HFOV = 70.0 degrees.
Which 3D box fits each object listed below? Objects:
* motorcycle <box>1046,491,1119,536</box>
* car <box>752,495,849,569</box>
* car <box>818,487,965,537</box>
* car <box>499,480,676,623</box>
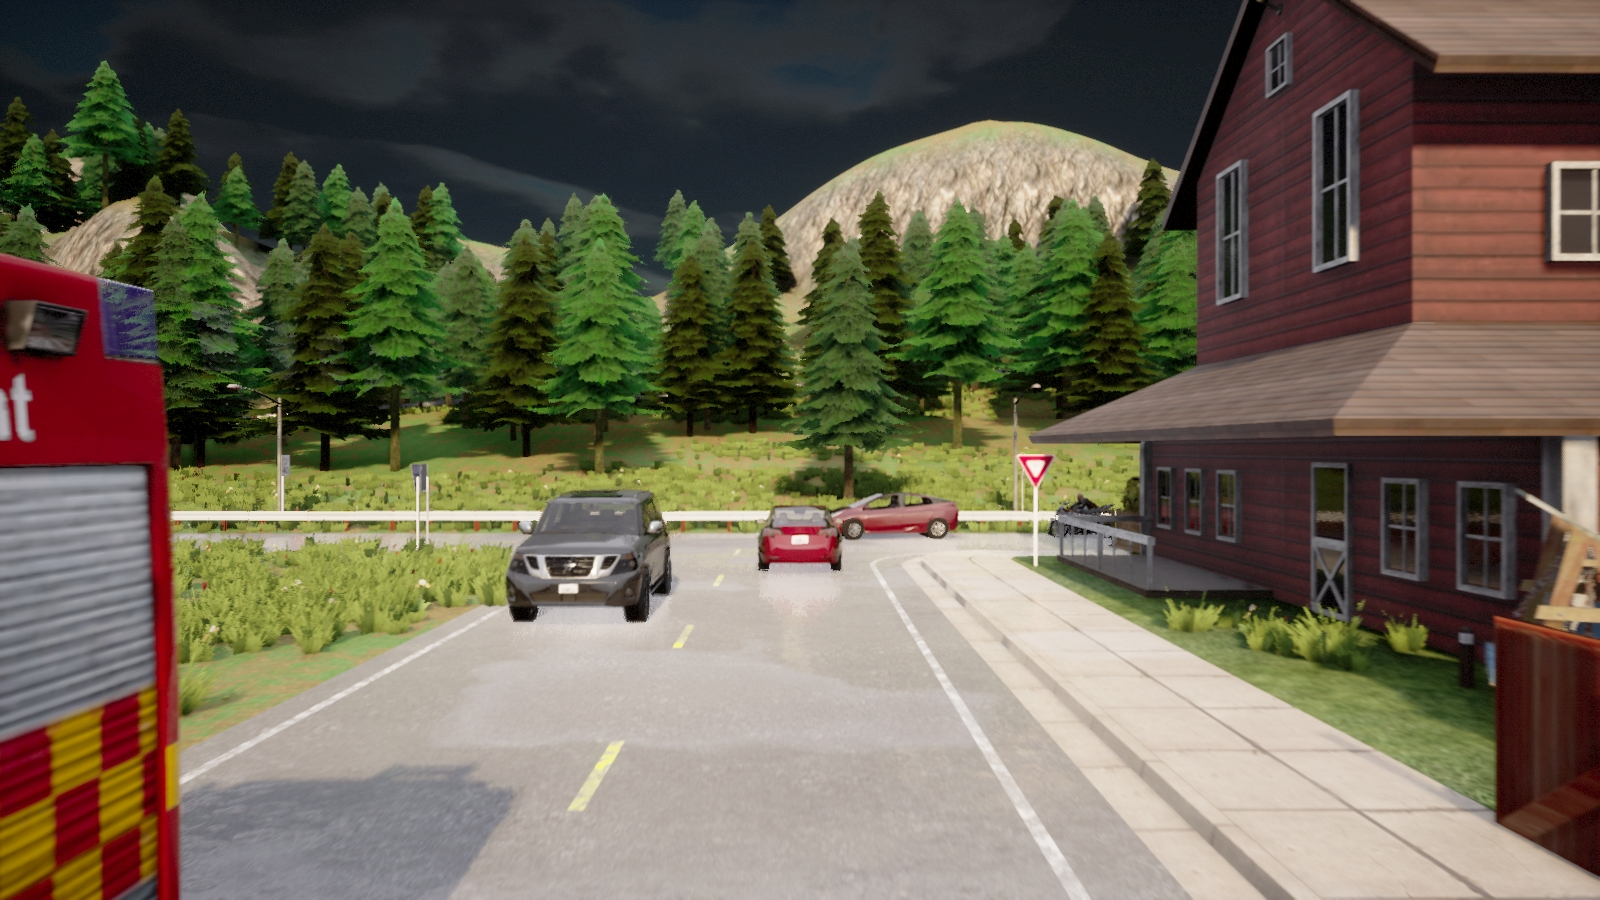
[{"bbox_3d":[9.413,2.101,38.159,2.209,1.460,0.867,0,0,0],"label":"motorcycle"},{"bbox_3d":[-0.003,1.924,27.935,2.163,1.488,4.792,0,0,0],"label":"car"},{"bbox_3d":[2.983,2.020,37.836,4.514,1.525,2.007,0,0,-7],"label":"car"},{"bbox_3d":[-3.577,1.639,20.383,2.150,2.045,5.566,0,0,0],"label":"car"}]
